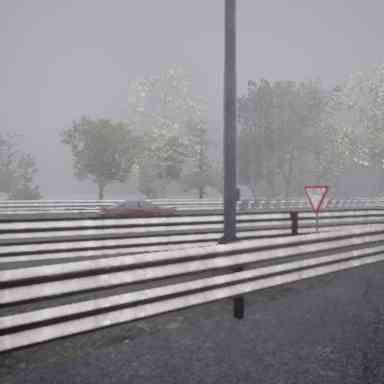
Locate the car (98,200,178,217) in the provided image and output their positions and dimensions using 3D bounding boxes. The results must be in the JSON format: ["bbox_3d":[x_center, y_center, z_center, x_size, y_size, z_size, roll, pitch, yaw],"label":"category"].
[{"bbox_3d":[-3.220,1.223,20.588,5.008,1.535,1.882,0,0,-26],"label":"car"}]
